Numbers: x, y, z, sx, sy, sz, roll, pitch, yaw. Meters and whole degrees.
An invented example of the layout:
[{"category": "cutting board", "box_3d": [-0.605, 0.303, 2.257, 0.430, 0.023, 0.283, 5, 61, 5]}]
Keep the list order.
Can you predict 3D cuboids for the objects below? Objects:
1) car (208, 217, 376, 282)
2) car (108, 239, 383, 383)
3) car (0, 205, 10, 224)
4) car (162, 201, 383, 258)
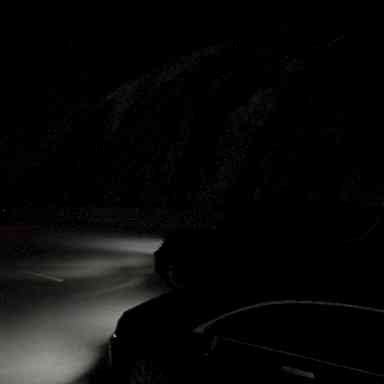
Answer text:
[{"category": "car", "box_3d": [2.991, 1.595, 10.456, 4.718, 1.301, 1.895, 0, 0, 35]}, {"category": "car", "box_3d": [1.299, 1.502, 3.065, 4.892, 1.490, 1.837, -1, 0, 35]}, {"category": "car", "box_3d": [-14.515, 1.446, 22.938, 4.902, 1.511, 2.128, 0, 0, 35]}, {"category": "car", "box_3d": [1.776, 1.215, 7.024, 5.566, 2.045, 2.150, 0, 0, 35]}]
